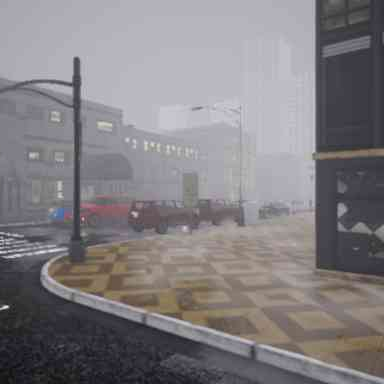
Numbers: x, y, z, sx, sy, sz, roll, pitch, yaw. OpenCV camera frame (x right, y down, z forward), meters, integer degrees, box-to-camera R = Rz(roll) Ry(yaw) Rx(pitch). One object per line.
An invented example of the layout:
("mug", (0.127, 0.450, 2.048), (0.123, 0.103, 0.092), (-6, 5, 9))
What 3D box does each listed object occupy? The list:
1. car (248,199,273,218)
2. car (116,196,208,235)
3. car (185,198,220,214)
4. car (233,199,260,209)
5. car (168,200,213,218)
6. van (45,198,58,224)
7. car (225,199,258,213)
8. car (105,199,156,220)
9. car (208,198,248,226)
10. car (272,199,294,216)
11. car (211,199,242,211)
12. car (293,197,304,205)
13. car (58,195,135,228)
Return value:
("car", (4.876, 1.568, 27.986), (1.887, 1.381, 4.507), (0, 0, 35))
("car", (-1.514, 1.301, 18.974), (2.192, 1.841, 5.009), (0, 0, 35))
("car", (1.233, 1.487, 37.339), (1.967, 1.590, 4.097), (0, 0, 35))
("car", (7.622, 1.641, 46.350), (2.008, 1.369, 4.403), (0, 0, 35))
("car", (-0.064, 1.550, 31.010), (1.812, 1.442, 4.674), (0, 0, 36))
("van", (-8.352, 1.331, 23.819), (1.690, 1.788, 3.998), (0, 0, 35))
("car", (5.967, 1.568, 39.507), (1.837, 1.490, 4.892), (0, 0, 36))
("car", (-5.157, 1.448, 28.325), (1.967, 1.590, 4.097), (0, 0, 35))
("car", (1.681, 1.319, 23.481), (2.192, 1.841, 5.009), (0, 0, 35))
("car", (8.071, 1.609, 32.493), (1.947, 1.339, 4.313), (0, 0, 35))
("car", (4.427, 1.619, 41.843), (2.008, 1.369, 4.403), (0, 0, 35))
("car", (20.402, 1.734, 64.377), (2.008, 1.369, 4.403), (0, 0, 35))
("car", (-5.898, 1.213, 22.798), (2.150, 2.045, 5.566), (0, 0, 35))
